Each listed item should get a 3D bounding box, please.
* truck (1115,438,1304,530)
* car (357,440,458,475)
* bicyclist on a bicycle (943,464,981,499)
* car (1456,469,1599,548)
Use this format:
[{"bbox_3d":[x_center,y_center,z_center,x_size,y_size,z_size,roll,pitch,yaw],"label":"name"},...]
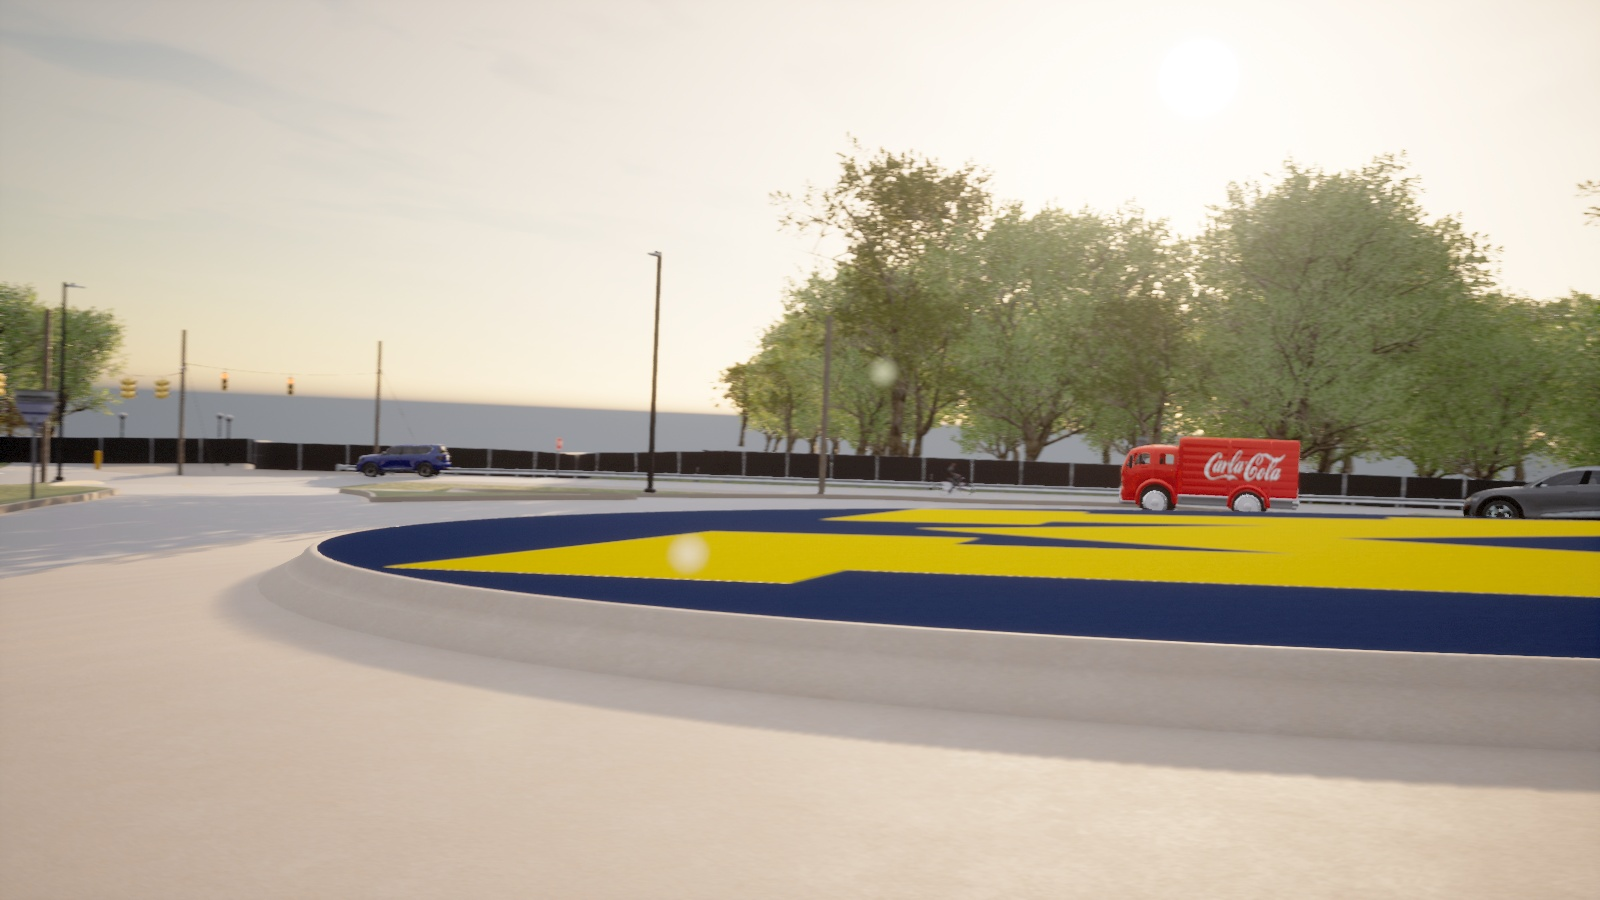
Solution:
[{"bbox_3d":[12.540,0.960,38.427,5.204,2.467,2.627,2,1,23],"label":"truck"},{"bbox_3d":[-24.175,0.478,77.500,5.566,2.045,2.150,1,2,-2],"label":"car"},{"bbox_3d":[8.442,1.644,65.581,1.843,1.776,0.659,2,1,19],"label":"bicyclist on a bicycle"},{"bbox_3d":[18.367,1.389,29.555,4.856,1.649,2.033,0,-8,40],"label":"car"}]
